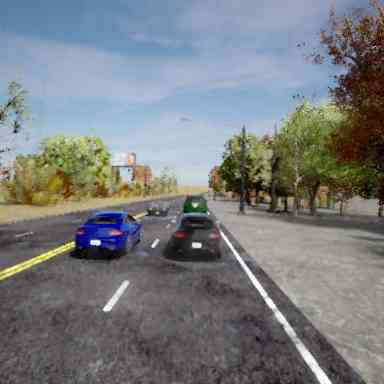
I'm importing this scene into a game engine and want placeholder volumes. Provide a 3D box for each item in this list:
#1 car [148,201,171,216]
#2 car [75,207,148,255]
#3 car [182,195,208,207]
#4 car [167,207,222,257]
[{"bbox_3d":[-2.988,1.543,31.337,1.895,1.301,4.718,2,0,0],"label":"car"},{"bbox_3d":[-3.092,1.462,13.007,1.812,1.442,4.674,2,0,0],"label":"car"},{"bbox_3d":[0.285,1.259,31.374,2.150,2.045,5.566,1,1,0],"label":"car"},{"bbox_3d":[0.158,1.552,13.120,1.812,1.442,4.674,1,0,0],"label":"car"}]
